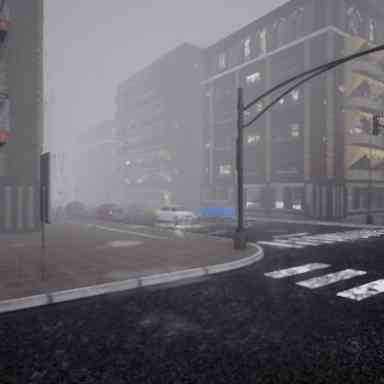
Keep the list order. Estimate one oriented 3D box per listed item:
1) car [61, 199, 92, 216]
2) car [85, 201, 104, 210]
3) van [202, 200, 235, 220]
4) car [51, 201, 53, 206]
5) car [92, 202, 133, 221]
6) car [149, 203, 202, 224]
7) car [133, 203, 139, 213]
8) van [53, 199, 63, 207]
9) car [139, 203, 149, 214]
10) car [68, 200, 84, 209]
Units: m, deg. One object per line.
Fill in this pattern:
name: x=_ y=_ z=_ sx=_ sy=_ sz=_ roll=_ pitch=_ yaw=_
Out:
car: x=-14.359 y=2.065 z=41.249 sx=1.967 sy=1.590 sz=4.097 roll=-1 pitch=0 yaw=-36
car: x=-17.612 y=2.448 z=59.979 sx=1.752 sy=1.417 sz=4.829 roll=-1 pitch=0 yaw=-36
van: x=2.420 y=1.702 z=32.482 sx=1.690 sy=1.788 sz=3.998 roll=-1 pitch=0 yaw=-36
car: x=-37.310 y=3.049 z=87.298 sx=1.947 sy=1.339 sz=4.313 roll=-1 pitch=0 yaw=-36
car: x=-7.760 y=1.880 z=32.096 sx=1.967 sy=1.590 sz=4.097 roll=-1 pitch=0 yaw=-36
car: x=-1.506 y=1.861 z=27.993 sx=1.812 sy=1.442 sz=4.674 roll=0 pitch=-1 yaw=-36
car: x=-7.612 y=2.205 z=46.111 sx=1.947 sy=1.339 sz=4.313 roll=-1 pitch=0 yaw=-36
van: x=-30.716 y=2.636 z=78.148 sx=1.690 sy=1.788 sz=3.998 roll=-1 pitch=0 yaw=-36
car: x=-4.413 y=2.074 z=41.673 sx=1.752 sy=1.417 sz=4.829 roll=-1 pitch=0 yaw=-36
car: x=-24.114 y=2.547 z=68.994 sx=1.967 sy=1.590 sz=4.097 roll=-1 pitch=0 yaw=-36
